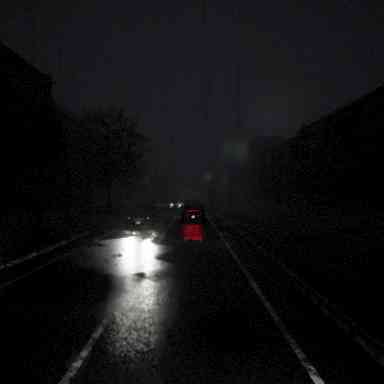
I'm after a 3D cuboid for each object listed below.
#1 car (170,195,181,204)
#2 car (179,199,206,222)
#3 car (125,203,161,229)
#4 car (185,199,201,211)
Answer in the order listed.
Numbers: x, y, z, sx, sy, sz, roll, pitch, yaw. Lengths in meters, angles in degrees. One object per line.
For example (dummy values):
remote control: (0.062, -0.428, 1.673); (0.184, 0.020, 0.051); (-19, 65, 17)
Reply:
car: (-3.045, 1.403, 63.532); (1.882, 1.535, 5.008); (0, 1, 1)
car: (0.091, 1.542, 26.689); (1.837, 1.490, 4.892); (0, 0, 0)
car: (-3.106, 1.514, 21.664); (2.128, 1.511, 4.902); (0, 0, 0)
car: (0.085, 1.605, 43.024); (1.994, 1.385, 4.181); (0, 0, 0)
